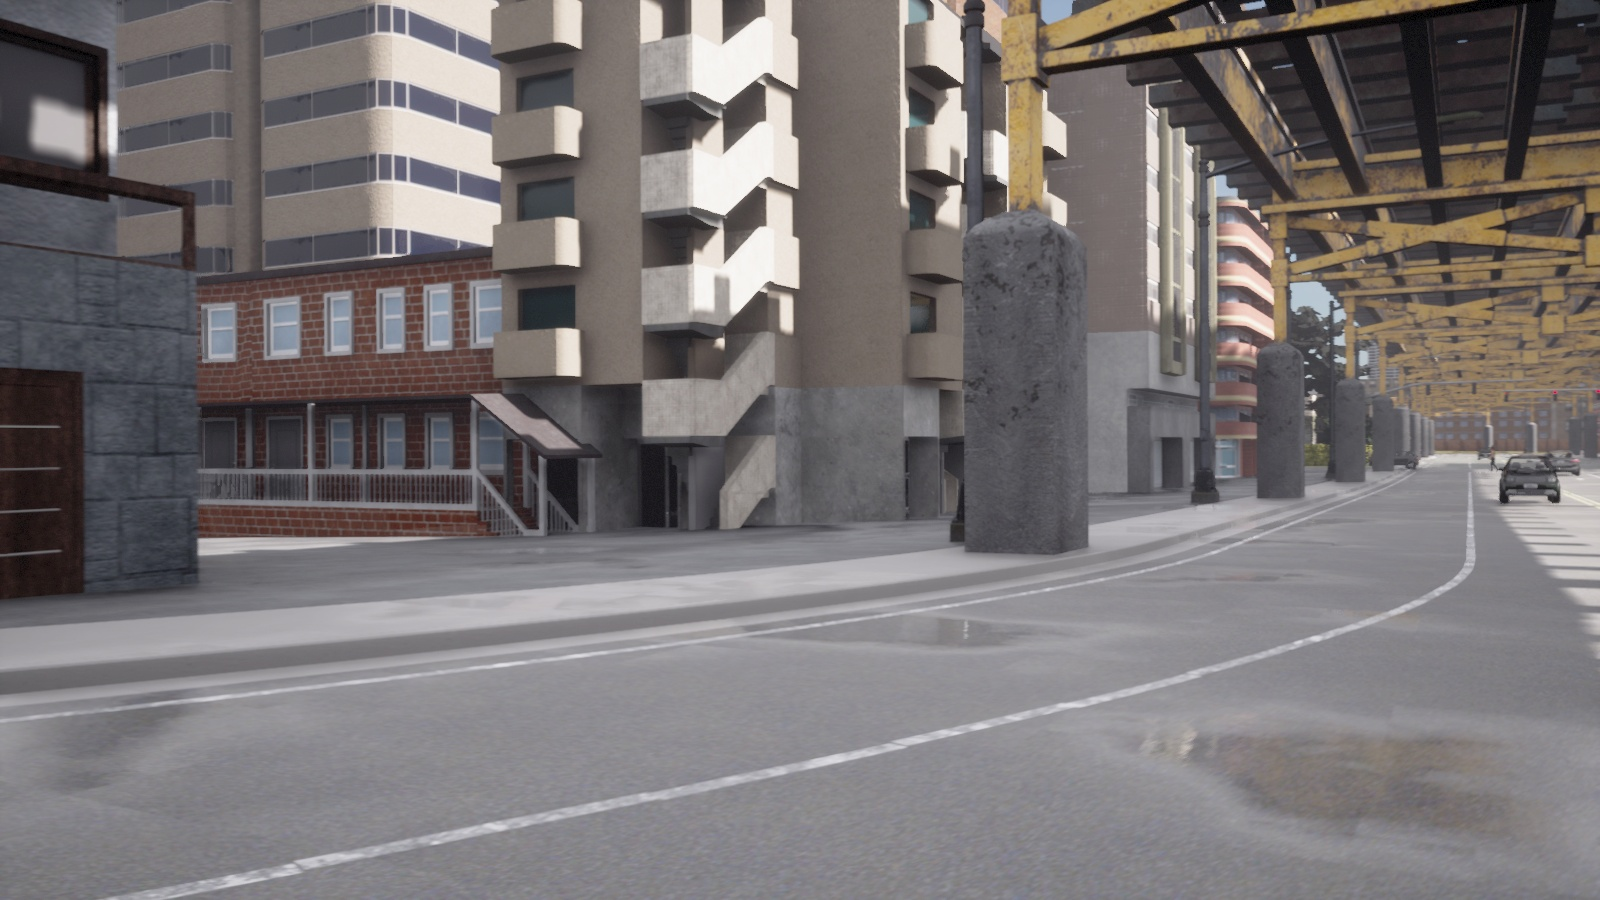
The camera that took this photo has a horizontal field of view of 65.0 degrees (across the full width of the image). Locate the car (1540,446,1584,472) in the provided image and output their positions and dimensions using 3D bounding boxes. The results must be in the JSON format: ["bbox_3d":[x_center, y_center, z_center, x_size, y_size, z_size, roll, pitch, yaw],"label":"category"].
[{"bbox_3d":[50.328,0.553,83.000,2.242,1.667,4.611,-1,0,28],"label":"car"}]

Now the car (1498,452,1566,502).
[{"bbox_3d":[24.078,0.866,41.385,1.789,1.549,3.705,-1,-1,28],"label":"car"}]
